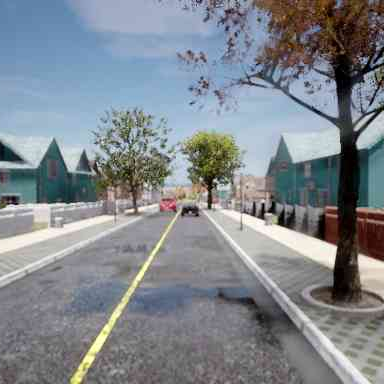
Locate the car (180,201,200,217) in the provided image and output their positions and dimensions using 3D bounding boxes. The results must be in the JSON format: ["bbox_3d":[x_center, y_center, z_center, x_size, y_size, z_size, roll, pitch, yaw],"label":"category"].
[{"bbox_3d":[-0.184,1.860,36.183,1.837,1.490,4.892,0,-1,0],"label":"car"}]

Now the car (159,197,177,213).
[{"bbox_3d":[-3.190,1.688,44.730,2.150,2.045,5.566,0,-1,0],"label":"car"}]

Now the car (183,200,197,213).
[{"bbox_3d":[-0.283,1.961,46.030,1.882,1.535,5.008,0,-1,0],"label":"car"}]
